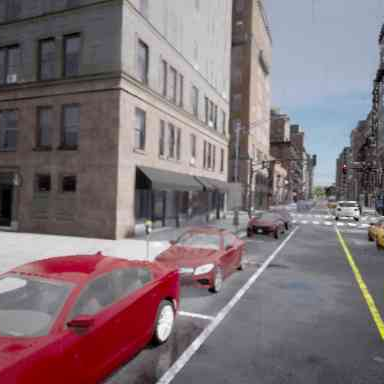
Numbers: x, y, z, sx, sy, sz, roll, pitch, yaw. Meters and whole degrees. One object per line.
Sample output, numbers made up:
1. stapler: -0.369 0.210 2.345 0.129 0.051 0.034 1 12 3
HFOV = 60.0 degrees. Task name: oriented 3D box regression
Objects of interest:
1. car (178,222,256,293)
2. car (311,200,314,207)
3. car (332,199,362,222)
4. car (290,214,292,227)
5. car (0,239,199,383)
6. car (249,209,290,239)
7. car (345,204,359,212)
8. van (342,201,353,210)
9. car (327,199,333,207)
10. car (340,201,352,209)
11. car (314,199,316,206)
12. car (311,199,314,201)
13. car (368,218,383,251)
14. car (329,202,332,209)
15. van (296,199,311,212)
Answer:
1. car: 0.373 1.671 9.223 1.802 1.307 4.206 1 -1 21
2. car: 21.960 2.728 64.454 1.947 1.339 4.313 1 -1 21
3. car: 16.444 1.981 35.462 2.150 2.045 5.566 1 -1 22
4. car: 6.395 1.956 24.617 1.947 1.339 4.313 1 -1 21
5. car: -1.633 1.533 4.091 1.887 1.381 4.507 1 -1 21
6. car: 4.389 1.835 19.486 1.887 1.381 4.507 1 -1 21
7. car: 29.505 2.906 61.500 2.008 1.369 4.403 1 -1 21
8. van: 33.440 2.891 71.574 1.690 1.788 3.998 1 -1 21
9. car: 31.480 2.946 73.949 1.882 1.535 5.008 1 0 21
10. car: 35.406 2.962 76.610 2.192 1.841 5.009 1 -1 21
11. car: 29.781 3.073 84.431 1.752 1.417 4.829 1 -1 21
12. car: 23.931 2.804 69.488 1.887 1.381 4.507 1 -1 21
13. car: 9.634 1.867 15.840 1.801 1.575 5.366 1 -1 21
14. car: 20.778 2.531 46.596 2.033 1.411 5.357 1 0 21
15. van: 18.025 2.308 54.389 1.690 1.788 3.998 1 -1 21
